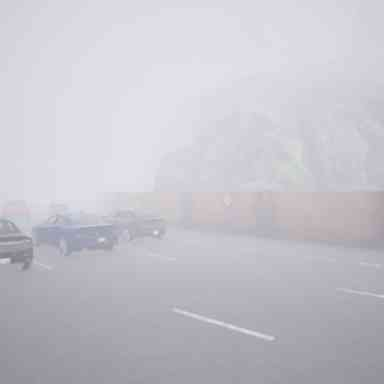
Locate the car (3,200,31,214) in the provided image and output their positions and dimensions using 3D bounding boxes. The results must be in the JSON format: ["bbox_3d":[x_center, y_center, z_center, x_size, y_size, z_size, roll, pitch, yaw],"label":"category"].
[{"bbox_3d":[-15.860,1.492,30.328,2.097,1.767,4.553,0,0,-25],"label":"car"}]

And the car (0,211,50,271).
[{"bbox_3d":[-6.444,1.537,10.115,2.128,1.511,4.902,0,0,-45],"label":"car"}]

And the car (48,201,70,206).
[{"bbox_3d":[-13.635,1.654,34.057,2.128,1.511,4.902,0,0,-22],"label":"car"}]

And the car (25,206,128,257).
[{"bbox_3d":[-4.880,1.544,13.535,1.882,1.535,5.008,0,0,-43],"label":"car"}]

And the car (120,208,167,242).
[{"bbox_3d":[-3.265,1.592,16.960,1.837,1.490,4.892,0,0,-42],"label":"car"}]
